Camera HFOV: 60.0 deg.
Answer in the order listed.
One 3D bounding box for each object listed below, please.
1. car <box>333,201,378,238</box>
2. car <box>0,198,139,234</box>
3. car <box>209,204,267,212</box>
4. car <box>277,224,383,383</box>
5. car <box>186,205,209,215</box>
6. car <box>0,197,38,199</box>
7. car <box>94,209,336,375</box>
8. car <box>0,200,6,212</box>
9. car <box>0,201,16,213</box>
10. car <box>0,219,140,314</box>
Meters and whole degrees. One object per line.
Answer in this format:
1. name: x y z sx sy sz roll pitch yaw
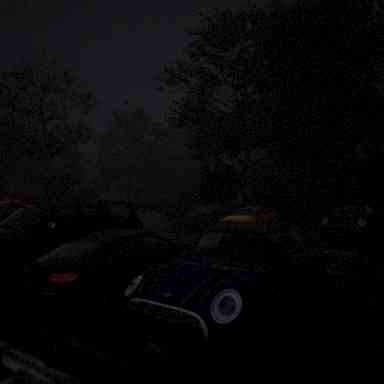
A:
1. car: 8.056 1.381 16.900 2.185 1.767 4.553 0 0 35
2. car: -3.754 1.287 9.174 2.435 2.045 5.566 0 0 35
3. car: 3.407 1.539 19.938 1.946 1.575 5.366 0 0 35
4. car: 3.115 1.485 4.320 2.231 1.521 4.892 0 0 35
5. car: 1.254 1.561 21.702 2.231 1.521 4.892 0 0 35
6. car: -6.039 1.305 10.797 2.435 2.045 5.566 0 0 35
7. car: 0.852 1.376 5.975 2.185 1.767 4.553 0 0 35
8. car: -26.023 1.782 41.068 2.097 1.535 5.008 -1 0 35
9. car: -23.852 1.801 39.529 2.002 1.452 4.674 -1 0 35
10. car: -1.452 1.560 7.570 2.002 1.452 4.674 0 0 35
